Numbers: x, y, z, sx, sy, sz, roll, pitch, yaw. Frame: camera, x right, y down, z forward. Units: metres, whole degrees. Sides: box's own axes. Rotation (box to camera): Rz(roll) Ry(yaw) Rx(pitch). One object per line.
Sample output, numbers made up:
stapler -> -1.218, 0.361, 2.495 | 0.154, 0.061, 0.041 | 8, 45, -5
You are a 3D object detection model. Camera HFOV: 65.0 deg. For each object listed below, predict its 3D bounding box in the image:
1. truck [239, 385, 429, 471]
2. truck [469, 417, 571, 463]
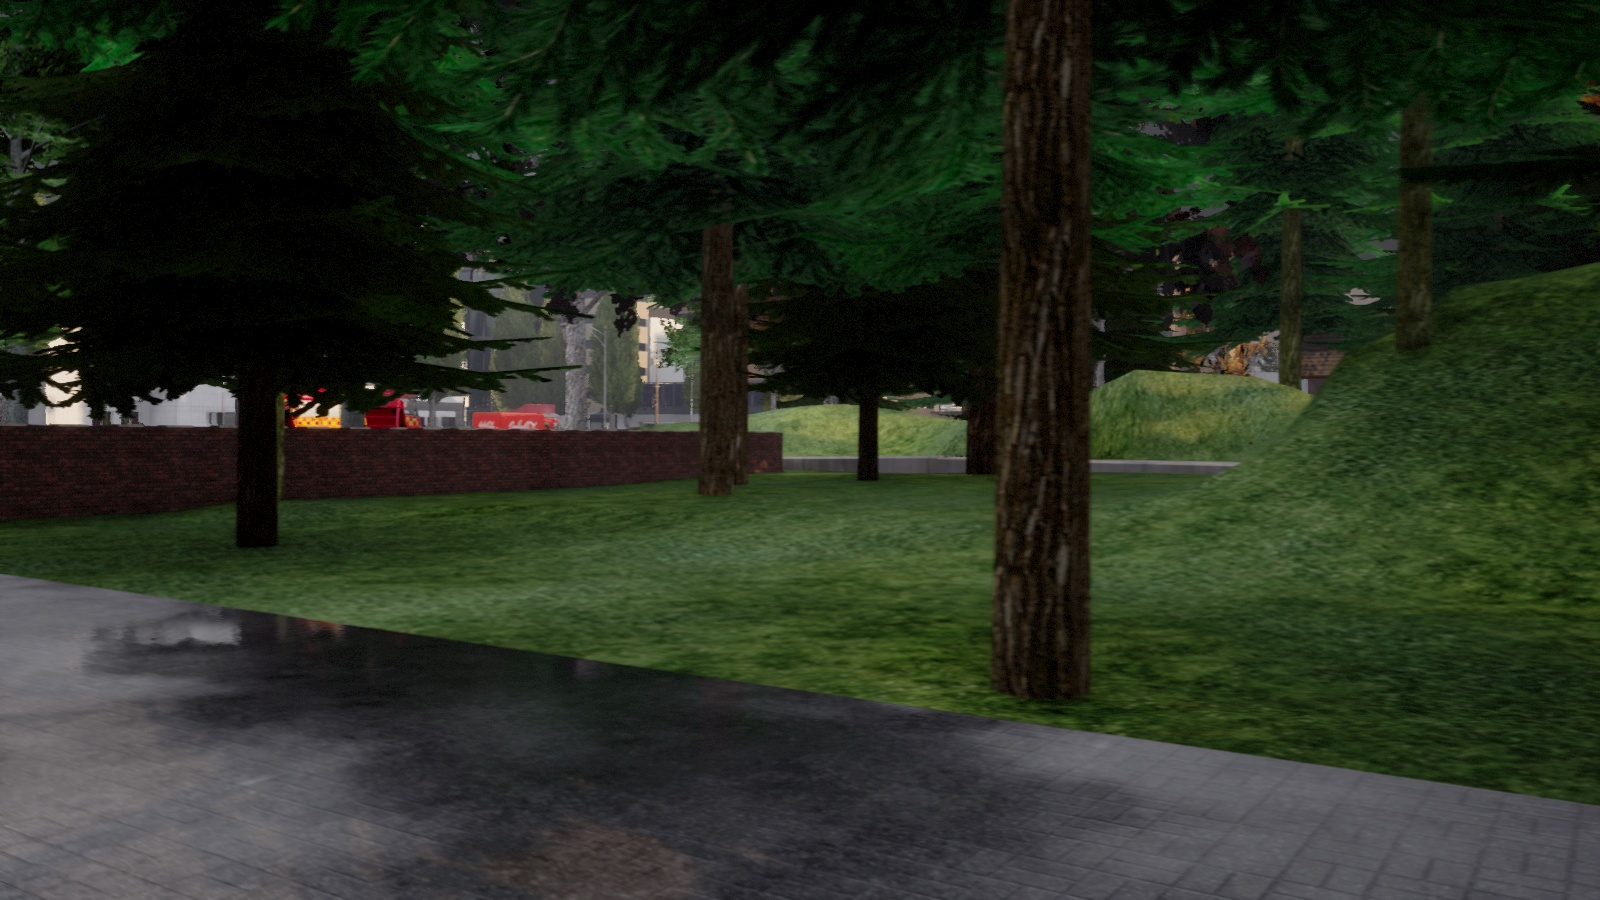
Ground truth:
truck -> -22.255, -1.059, 60.581 | 2.891, 3.827, 8.468 | 0, 1, 34
truck -> -15.650, -0.576, 70.494 | 2.627, 2.467, 5.204 | 0, 1, 34
